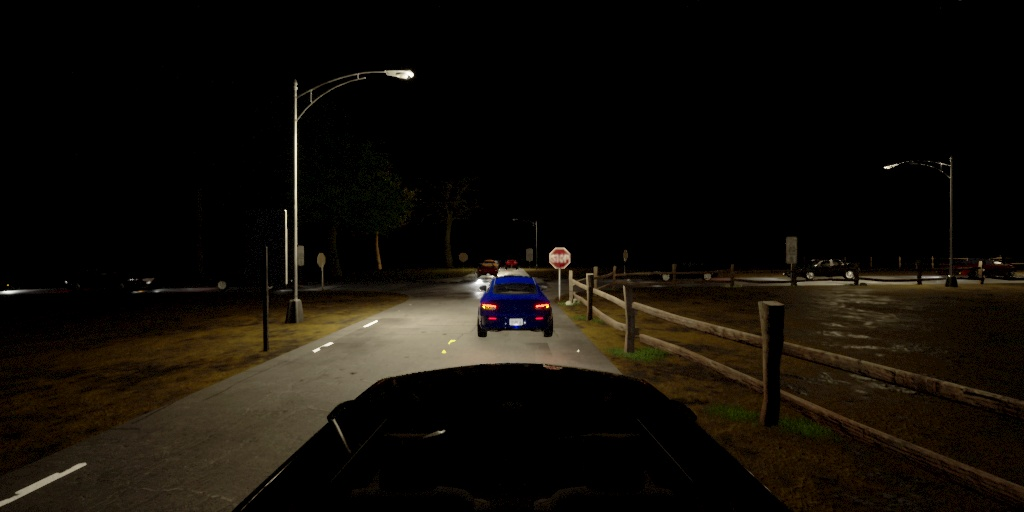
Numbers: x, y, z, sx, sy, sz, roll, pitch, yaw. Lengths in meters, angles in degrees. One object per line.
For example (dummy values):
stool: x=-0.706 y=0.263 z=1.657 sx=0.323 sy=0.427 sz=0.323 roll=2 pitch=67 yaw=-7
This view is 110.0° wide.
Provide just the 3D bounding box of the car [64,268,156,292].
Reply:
car: x=-26.913 y=1.556 z=24.136 sx=4.902 sy=1.511 sz=2.128 roll=-1 pitch=1 yaw=0

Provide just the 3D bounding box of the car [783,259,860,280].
car: x=23.123 y=0.964 z=26.925 sx=4.892 sy=1.490 sz=1.837 roll=-1 pitch=1 yaw=0

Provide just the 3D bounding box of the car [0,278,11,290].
car: x=-36.917 y=1.742 z=24.179 sx=4.181 sy=1.385 sz=1.994 roll=-1 pitch=1 yaw=1

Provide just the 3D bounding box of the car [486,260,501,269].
car: x=-2.938 y=1.381 z=58.491 sx=2.033 sy=1.411 sz=5.357 roll=0 pitch=0 yaw=1

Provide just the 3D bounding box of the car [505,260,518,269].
car: x=-0.062 y=1.352 z=56.796 sx=1.812 sy=1.442 sz=4.674 roll=0 pitch=0 yaw=0

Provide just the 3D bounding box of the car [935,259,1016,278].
car: x=34.640 y=0.887 z=26.886 sx=4.181 sy=1.385 sz=1.994 roll=-1 pitch=1 yaw=0

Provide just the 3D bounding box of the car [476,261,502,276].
car: x=-2.404 y=1.369 z=34.280 sx=1.895 sy=1.301 sz=4.718 roll=0 pitch=0 yaw=-8

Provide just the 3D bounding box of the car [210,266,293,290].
car: x=-17.335 y=1.435 z=24.136 sx=5.008 sy=1.535 sz=1.882 roll=-1 pitch=1 yaw=0

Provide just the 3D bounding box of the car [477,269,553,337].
car: x=0.052 y=1.277 z=10.129 sx=1.812 sy=1.442 sz=4.674 roll=0 pitch=0 yaw=-1

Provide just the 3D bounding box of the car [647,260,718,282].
car: x=12.733 y=1.059 z=26.920 sx=5.008 sy=1.535 sz=1.882 roll=-1 pitch=1 yaw=-1
